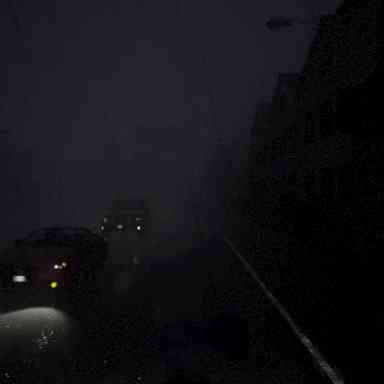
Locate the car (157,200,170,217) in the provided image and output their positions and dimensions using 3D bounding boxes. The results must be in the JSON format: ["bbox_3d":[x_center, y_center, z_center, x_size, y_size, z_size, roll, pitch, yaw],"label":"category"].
[{"bbox_3d":[-3.510,1.617,35.188,2.097,1.767,4.553,0,0,0],"label":"car"}]

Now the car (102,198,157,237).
[{"bbox_3d":[-3.584,1.367,19.275,2.150,2.045,5.566,0,0,0],"label":"car"}]

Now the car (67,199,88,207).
[{"bbox_3d":[-22.182,2.166,65.707,4.611,1.667,2.242,0,0,0],"label":"car"}]

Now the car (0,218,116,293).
[{"bbox_3d":[-3.592,1.636,8.917,1.994,1.385,4.181,0,0,0],"label":"car"}]

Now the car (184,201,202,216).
[{"bbox_3d":[0.094,1.770,36.724,2.128,1.511,4.902,0,0,0],"label":"car"}]
